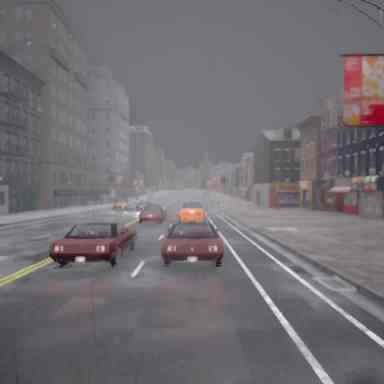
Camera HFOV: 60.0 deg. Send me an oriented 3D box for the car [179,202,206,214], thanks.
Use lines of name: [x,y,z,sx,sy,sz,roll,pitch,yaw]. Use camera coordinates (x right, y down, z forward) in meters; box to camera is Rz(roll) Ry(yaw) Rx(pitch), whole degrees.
car: [0.041,1.593,27.381,2.097,1.767,4.553,0,-1,0]

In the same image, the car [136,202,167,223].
car: [-3.204,1.811,27.873,1.994,1.385,4.181,0,0,1]

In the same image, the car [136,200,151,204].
car: [-6.602,1.857,46.285,2.128,1.511,4.902,0,0,0]

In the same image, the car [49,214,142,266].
car: [-3.212,1.697,11.881,1.895,1.301,4.718,0,-1,1]

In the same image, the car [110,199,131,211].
car: [-9.850,1.715,46.221,2.097,1.767,4.553,0,0,0]

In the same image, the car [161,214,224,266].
car: [0.038,1.697,11.892,1.895,1.301,4.718,0,-1,1]
